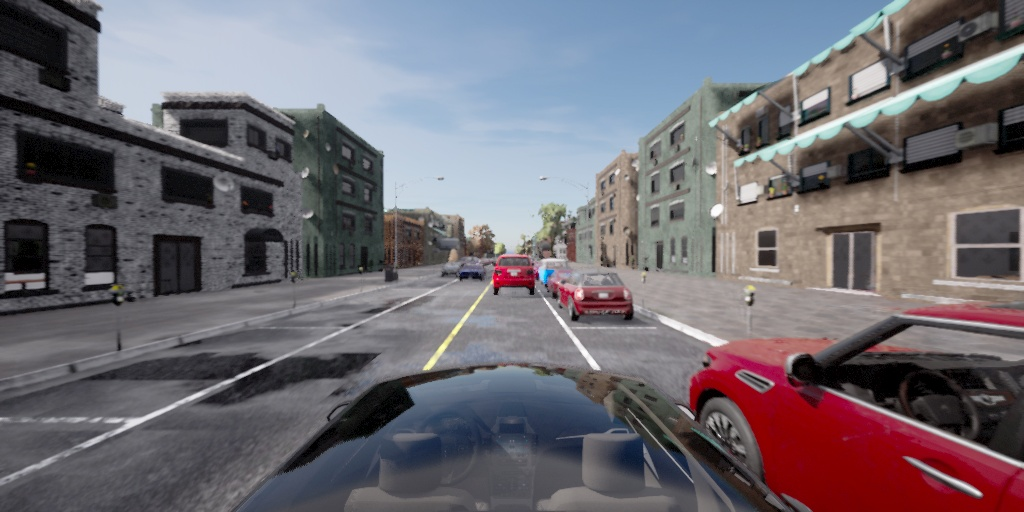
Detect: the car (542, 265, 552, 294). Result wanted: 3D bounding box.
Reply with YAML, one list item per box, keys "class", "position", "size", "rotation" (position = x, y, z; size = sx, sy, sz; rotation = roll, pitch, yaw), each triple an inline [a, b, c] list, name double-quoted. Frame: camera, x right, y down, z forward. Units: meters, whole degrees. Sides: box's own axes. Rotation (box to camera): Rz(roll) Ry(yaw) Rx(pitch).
- class: "car"
  position: [2.694, 1.318, 17.989]
  size: [1.802, 1.307, 4.207]
  rotation: [0, 0, 0]

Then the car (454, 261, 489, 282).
- class: "car"
  position: [-3.097, 1.327, 28.661]
  size: [1.895, 1.301, 4.718]
  rotation: [0, 0, 0]

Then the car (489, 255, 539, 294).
- class: "car"
  position: [0.102, 0.956, 20.096]
  size: [2.150, 2.045, 5.566]
  rotation: [0, 0, 0]

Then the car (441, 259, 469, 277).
- class: "car"
  position: [-5.686, 1.271, 34.633]
  size: [2.007, 1.370, 4.403]
  rotation: [0, 0, 0]

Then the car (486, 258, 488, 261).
- class: "car"
  position: [-5.686, 1.241, 62.375]
  size: [1.888, 1.381, 4.507]
  rotation: [0, 0, 0]

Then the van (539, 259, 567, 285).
- class: "van"
  position: [2.694, 1.072, 23.538]
  size: [1.690, 1.789, 3.998]
  rotation: [0, 0, 0]

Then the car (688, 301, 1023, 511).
- class: "car"
  position: [2.693, 1.065, 1.344]
  size: [2.192, 1.841, 5.009]
  rotation: [0, 0, 0]

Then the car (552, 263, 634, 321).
- class: "car"
  position: [2.694, 1.181, 12.441]
  size: [1.967, 1.591, 4.097]
  rotation: [0, 0, 0]

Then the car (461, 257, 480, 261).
- class: "car"
  position: [-5.686, 1.026, 45.729]
  size: [2.192, 1.841, 5.009]
  rotation: [0, 0, 0]

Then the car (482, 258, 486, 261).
- class: "car"
  position: [-5.686, 1.141, 56.826]
  size: [1.967, 1.591, 4.097]
  rotation: [0, 0, 0]

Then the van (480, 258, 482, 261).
- class: "van"
  position: [-5.686, 1.047, 51.278]
  size: [1.690, 1.789, 3.998]
  rotation: [0, 0, 0]
